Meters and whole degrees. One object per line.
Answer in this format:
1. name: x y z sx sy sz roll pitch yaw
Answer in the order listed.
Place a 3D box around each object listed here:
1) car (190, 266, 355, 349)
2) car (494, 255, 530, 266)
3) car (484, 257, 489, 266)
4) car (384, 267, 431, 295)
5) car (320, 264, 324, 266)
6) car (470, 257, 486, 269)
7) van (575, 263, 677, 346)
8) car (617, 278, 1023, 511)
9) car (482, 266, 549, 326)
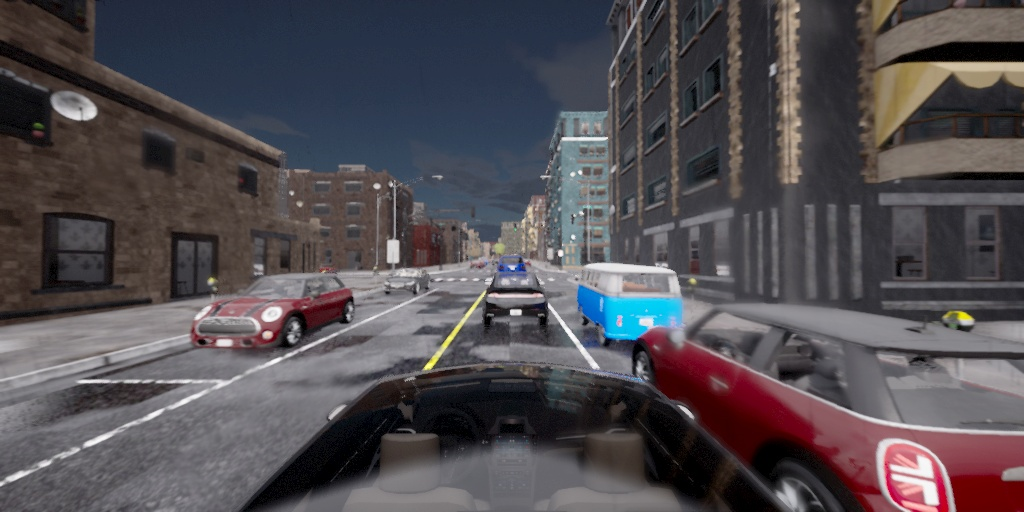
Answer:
1. car: -5.689 1.192 9.081 1.967 1.591 4.097 0 0 0
2. car: -0.128 0.980 28.038 2.150 2.045 5.566 0 0 -3
3. car: -5.690 1.312 63.532 1.888 1.381 4.507 0 0 0
4. car: -5.690 1.306 19.895 2.007 1.370 4.403 0 0 0
5. car: -19.294 1.374 35.141 4.507 1.381 1.888 0 0 1
6. car: -5.766 1.311 57.850 1.888 1.381 4.507 0 0 0
7. van: 2.692 1.093 9.073 1.690 1.789 3.998 0 0 0
8. car: 2.691 1.190 3.666 1.967 1.591 4.097 0 0 0
9. car: 0.099 1.245 11.690 2.128 1.511 4.902 0 0 0
